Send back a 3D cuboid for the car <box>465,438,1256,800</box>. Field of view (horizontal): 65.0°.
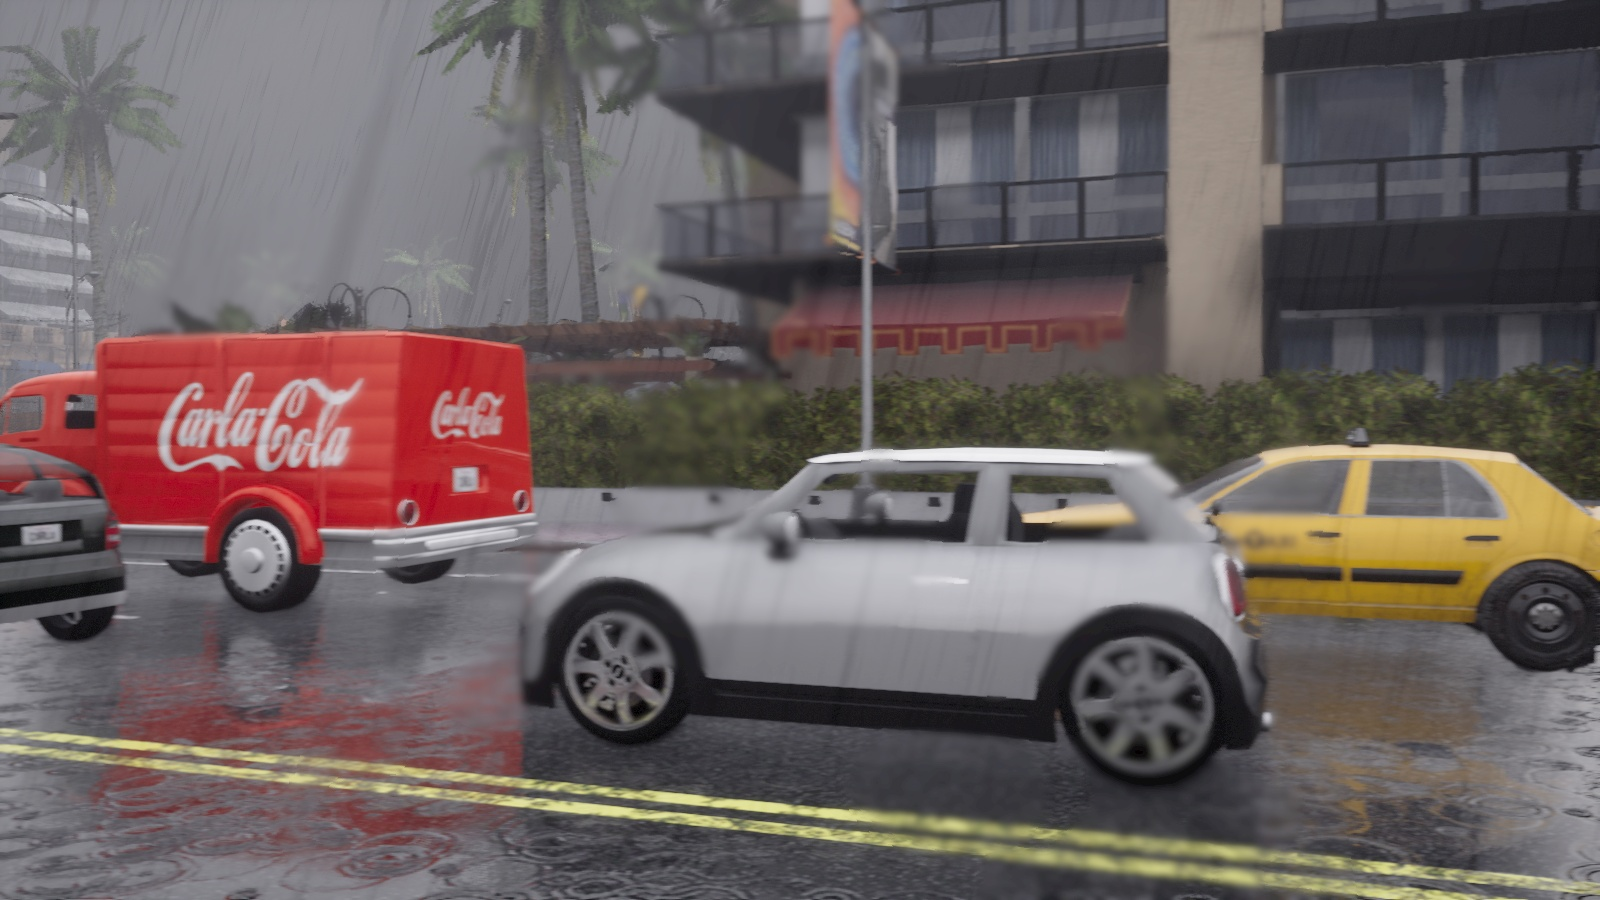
[{"bbox_3d":[0.401,0.685,6.750,3.806,1.475,1.970,1,1,19],"label":"car"}]

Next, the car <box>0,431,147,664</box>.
[{"bbox_3d":[-6.995,0.631,9.252,3.705,1.549,1.789,1,1,18],"label":"car"}]

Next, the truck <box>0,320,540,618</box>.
[{"bbox_3d":[-5.547,0.120,12.443,5.204,2.467,2.627,1,1,18],"label":"truck"}]

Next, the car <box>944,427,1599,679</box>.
[{"bbox_3d":[3.899,0.632,9.262,5.366,1.575,1.801,1,1,19],"label":"car"}]
